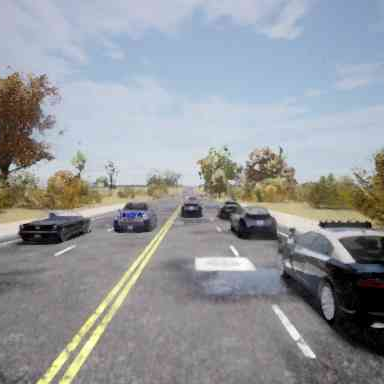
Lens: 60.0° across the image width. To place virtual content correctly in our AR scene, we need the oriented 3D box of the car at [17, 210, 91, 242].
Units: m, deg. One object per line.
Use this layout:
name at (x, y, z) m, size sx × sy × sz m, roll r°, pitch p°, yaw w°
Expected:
car at (-6.607, 1.600, 16.447) m, size 1.895 × 1.301 × 4.718 m, roll 0°, pitch 0°, yaw 0°

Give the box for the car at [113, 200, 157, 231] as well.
car at (-3.357, 1.350, 20.376) m, size 2.097 × 1.767 × 4.553 m, roll 0°, pitch 0°, yaw 0°

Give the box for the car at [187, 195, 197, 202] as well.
car at (-0.031, 1.487, 74.004) m, size 2.033 × 1.411 × 5.357 m, roll 0°, pitch 0°, yaw 0°

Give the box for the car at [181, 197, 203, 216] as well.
car at (-0.047, 1.495, 32.308) m, size 2.163 × 1.488 × 4.792 m, roll 0°, pitch 0°, yaw 0°

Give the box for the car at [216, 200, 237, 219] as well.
car at (3.238, 1.497, 29.143) m, size 1.837 × 1.490 × 4.892 m, roll 0°, pitch 0°, yaw 0°

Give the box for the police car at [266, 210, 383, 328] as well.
police car at (3.248, 1.426, 7.252) m, size 1.930 × 1.638 × 5.238 m, roll 0°, pitch 0°, yaw 0°

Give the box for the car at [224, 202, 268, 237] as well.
car at (3.243, 1.502, 18.172) m, size 2.163 × 1.488 × 4.792 m, roll 0°, pitch 0°, yaw 0°
